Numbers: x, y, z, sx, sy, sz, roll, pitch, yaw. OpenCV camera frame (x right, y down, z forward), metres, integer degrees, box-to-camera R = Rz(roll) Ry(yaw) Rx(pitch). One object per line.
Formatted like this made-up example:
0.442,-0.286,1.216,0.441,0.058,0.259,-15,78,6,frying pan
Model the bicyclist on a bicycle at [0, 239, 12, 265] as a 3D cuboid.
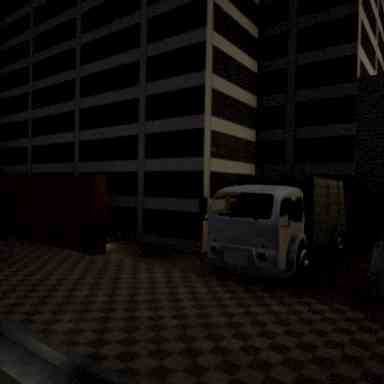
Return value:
-5.196,1.075,8.075,0.582,1.620,1.656,2,1,36,bicyclist on a bicycle
